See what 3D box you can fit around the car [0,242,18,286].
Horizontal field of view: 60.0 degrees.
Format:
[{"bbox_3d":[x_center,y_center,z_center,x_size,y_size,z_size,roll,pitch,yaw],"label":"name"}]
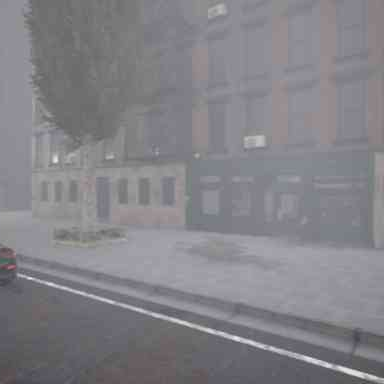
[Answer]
[{"bbox_3d":[-5.969,1.483,7.932,4.674,1.442,1.812,0,0,35],"label":"car"}]
